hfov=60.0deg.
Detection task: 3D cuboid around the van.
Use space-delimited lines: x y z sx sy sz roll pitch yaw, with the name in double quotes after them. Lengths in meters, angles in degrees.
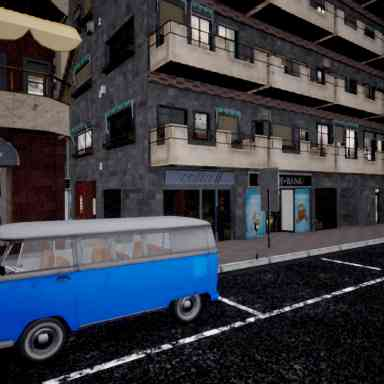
-1.423 1.341 5.554 3.998 1.788 1.690 0 0 -35 "van"
